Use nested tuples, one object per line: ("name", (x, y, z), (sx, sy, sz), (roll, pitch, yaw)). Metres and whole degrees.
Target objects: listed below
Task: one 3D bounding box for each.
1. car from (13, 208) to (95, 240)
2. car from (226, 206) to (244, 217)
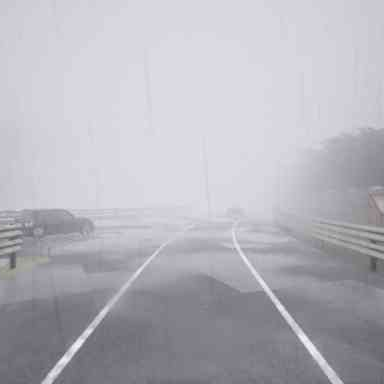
("car", (-8.049, 1.748, 19.724), (2.097, 1.767, 4.553), (-1, -2, 35))
("car", (6.051, 2.661, 46.822), (2.128, 1.511, 4.902), (0, -2, 19))
